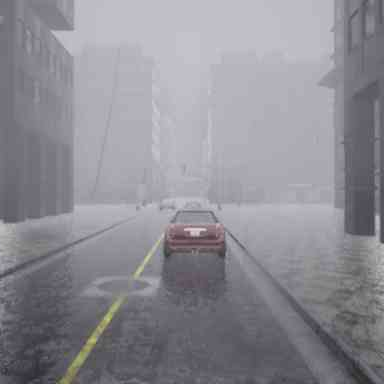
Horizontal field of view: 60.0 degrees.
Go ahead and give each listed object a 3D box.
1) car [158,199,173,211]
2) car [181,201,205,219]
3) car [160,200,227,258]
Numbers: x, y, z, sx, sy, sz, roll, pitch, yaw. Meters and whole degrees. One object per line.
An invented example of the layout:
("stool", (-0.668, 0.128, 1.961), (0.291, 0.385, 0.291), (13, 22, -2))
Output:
("car", (-3.035, 1.573, 41.558), (1.812, 1.442, 4.674), (0, 0, 1))
("car", (0.097, 1.589, 29.914), (1.994, 1.385, 4.181), (0, 0, 0))
("car", (0.099, 1.353, 12.836), (2.097, 1.767, 4.553), (0, 0, 0))
